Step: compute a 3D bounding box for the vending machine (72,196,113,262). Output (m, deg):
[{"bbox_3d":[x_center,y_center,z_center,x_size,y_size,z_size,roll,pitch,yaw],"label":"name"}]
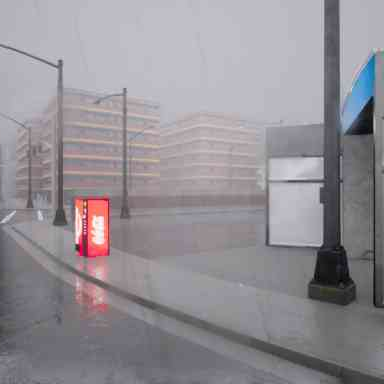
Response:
[{"bbox_3d":[-3.375,1.195,11.275,1.100,2.100,0.880,0,0,-36],"label":"vending machine"}]
